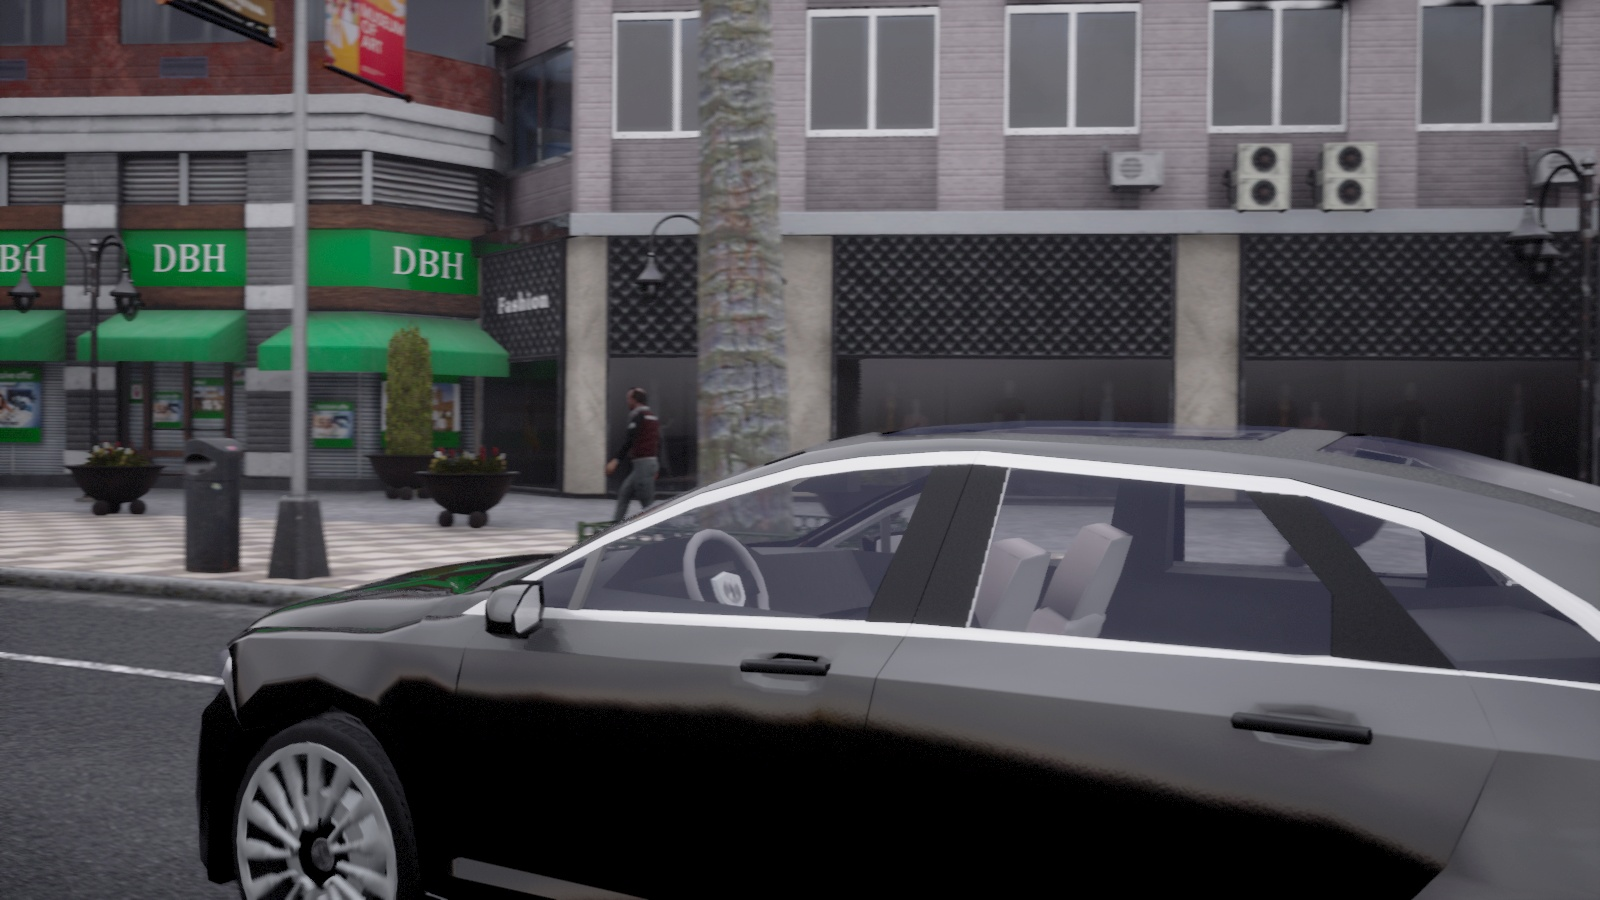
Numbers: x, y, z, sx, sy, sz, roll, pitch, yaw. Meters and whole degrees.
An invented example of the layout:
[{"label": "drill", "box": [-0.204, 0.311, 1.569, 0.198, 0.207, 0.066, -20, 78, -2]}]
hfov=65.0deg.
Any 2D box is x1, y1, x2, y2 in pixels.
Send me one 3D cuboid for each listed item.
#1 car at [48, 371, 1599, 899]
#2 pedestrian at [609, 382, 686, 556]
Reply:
[{"label": "car", "box": [0.478, 0.635, 3.242, 4.902, 1.511, 2.128, 0, 1, 32]}, {"label": "pedestrian", "box": [-1.661, 0.205, 13.672, 0.720, 1.854, 0.376, 0, 1, 16]}]
